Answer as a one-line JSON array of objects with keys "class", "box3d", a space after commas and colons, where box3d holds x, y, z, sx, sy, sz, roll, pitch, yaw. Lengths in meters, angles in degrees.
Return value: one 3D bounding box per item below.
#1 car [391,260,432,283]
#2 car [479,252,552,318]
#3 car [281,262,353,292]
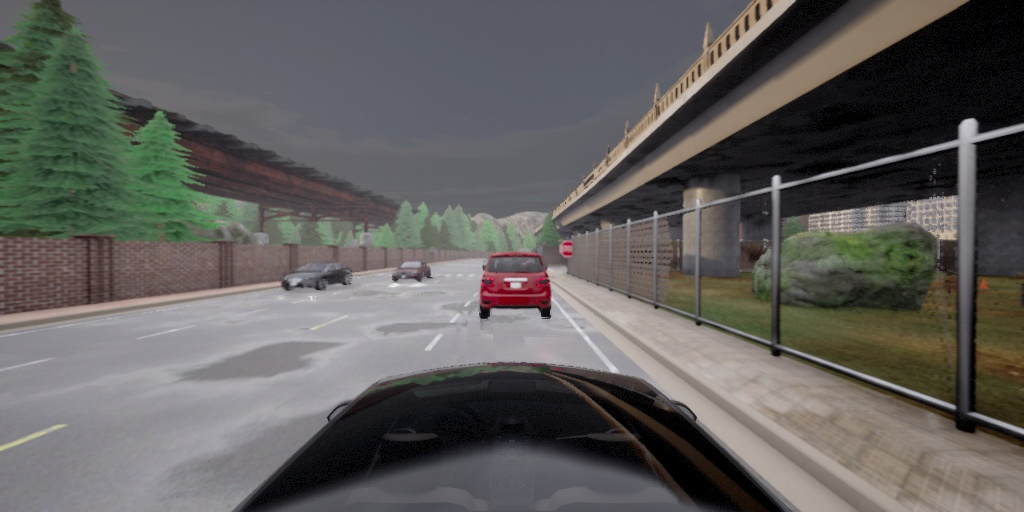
[{"class": "car", "box3d": [-7.033, 1.052, 25.647, 1.812, 1.442, 4.674, 0, 0, 1]}, {"class": "car", "box3d": [0.102, 0.871, 12.560, 2.150, 2.045, 5.566, 0, 1, 0]}, {"class": "car", "box3d": [-10.572, 1.072, 19.833, 2.128, 1.511, 4.902, 0, 1, 0]}]
